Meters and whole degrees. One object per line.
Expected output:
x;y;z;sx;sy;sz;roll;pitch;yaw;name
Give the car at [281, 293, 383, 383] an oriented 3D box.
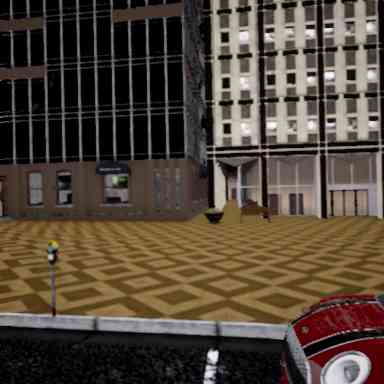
2.930;1.416;3.104;4.097;1.590;1.967;0;-1;7;car
